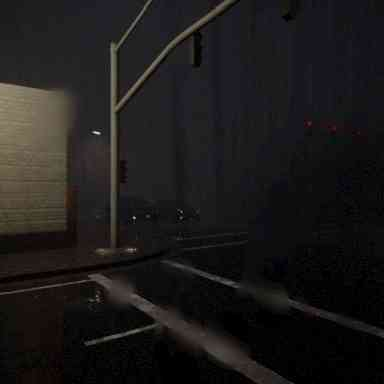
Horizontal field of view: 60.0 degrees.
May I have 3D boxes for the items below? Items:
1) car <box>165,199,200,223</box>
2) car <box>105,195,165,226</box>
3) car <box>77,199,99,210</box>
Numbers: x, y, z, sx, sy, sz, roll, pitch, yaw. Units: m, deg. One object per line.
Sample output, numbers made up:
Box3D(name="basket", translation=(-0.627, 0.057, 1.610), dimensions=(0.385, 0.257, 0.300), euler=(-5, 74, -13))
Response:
Box3D(name="car", translation=(-1.346, 1.408, 26.045), dimensions=(2.097, 1.767, 4.553), euler=(0, 0, -36))
Box3D(name="car", translation=(-4.524, 1.277, 24.465), dimensions=(2.150, 2.045, 5.566), euler=(0, 0, -35))
Box3D(name="car", translation=(-13.585, 1.620, 43.302), dimensions=(1.994, 1.385, 4.181), euler=(0, 0, -35))
